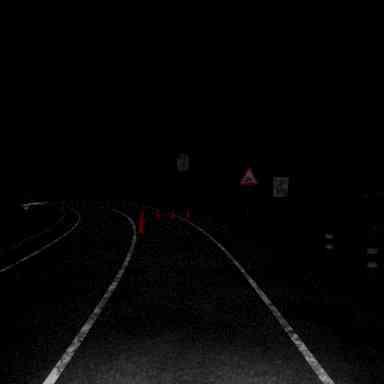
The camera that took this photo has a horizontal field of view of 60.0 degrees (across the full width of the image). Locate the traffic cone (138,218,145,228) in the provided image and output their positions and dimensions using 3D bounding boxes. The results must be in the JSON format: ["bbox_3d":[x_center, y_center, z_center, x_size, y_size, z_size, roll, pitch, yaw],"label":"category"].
[{"bbox_3d":[-2.415,1.661,15.749,0.340,0.580,0.340,-1,2,-8],"label":"traffic cone"}]

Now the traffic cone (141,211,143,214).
[{"bbox_3d":[-2.963,1.557,19.710,0.340,0.580,0.340,-1,2,-8],"label":"traffic cone"}]

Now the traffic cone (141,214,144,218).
[{"bbox_3d":[-2.689,1.610,17.730,0.340,0.580,0.340,-1,2,-8],"label":"traffic cone"}]

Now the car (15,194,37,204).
[{"bbox_3d":[-26.098,1.103,52.069,4.674,1.442,1.812,-2,4,39],"label":"car"}]

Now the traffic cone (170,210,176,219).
[{"bbox_3d":[-1.264,1.453,21.954,0.340,0.580,0.340,-1,2,-7],"label":"traffic cone"}]

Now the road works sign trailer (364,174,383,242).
[{"bbox_3d":[7.390,0.813,10.801,2.380,2.880,3.560,43,2,-1],"label":"road works sign trailer"}]
